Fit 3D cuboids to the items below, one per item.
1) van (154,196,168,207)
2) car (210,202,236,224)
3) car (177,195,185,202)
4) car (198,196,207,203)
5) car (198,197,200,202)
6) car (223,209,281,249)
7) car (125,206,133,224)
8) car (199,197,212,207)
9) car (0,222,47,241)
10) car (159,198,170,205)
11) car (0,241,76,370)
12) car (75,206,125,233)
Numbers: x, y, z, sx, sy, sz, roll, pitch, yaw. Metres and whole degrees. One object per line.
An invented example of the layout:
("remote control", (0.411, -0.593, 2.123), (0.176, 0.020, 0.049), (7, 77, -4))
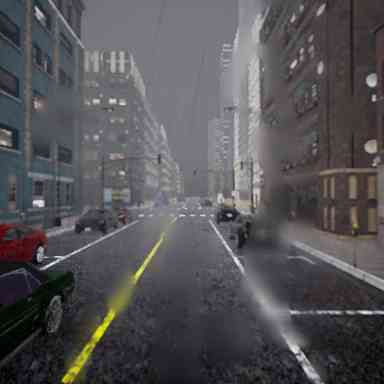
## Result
("van", (-5.689, 1.693, 58.321), (1.690, 1.788, 3.998), (0, 0, 0))
("car", (2.694, 1.717, 25.915), (1.947, 1.339, 4.313), (0, 0, 0))
("car", (-3.010, 1.729, 92.046), (2.150, 2.045, 5.566), (0, 0, 0))
("car", (2.688, 1.974, 85.958), (1.967, 1.590, 4.097), (0, 0, 0))
("car", (2.690, 1.864, 69.376), (1.967, 1.590, 4.097), (0, 0, 0))
("car", (2.695, 1.652, 14.868), (1.947, 1.339, 4.313), (0, 0, 0))
("car", (-5.687, 1.733, 25.925), (1.802, 1.307, 4.206), (0, 0, 0))
("car", (2.690, 1.934, 58.319), (1.802, 1.307, 4.206), (0, 0, 0))
("car", (-5.685, 1.599, 9.356), (1.887, 1.381, 4.507), (0, 0, 0))
("car", (-5.692, 1.968, 69.375), (1.887, 1.381, 4.507), (0, 0, 0))
("car", (-3.102, 1.624, 4.003), (1.895, 1.301, 4.718), (0, 0, 0))
("car", (-5.686, 1.684, 20.402), (1.947, 1.339, 4.313), (0, 0, 0))
